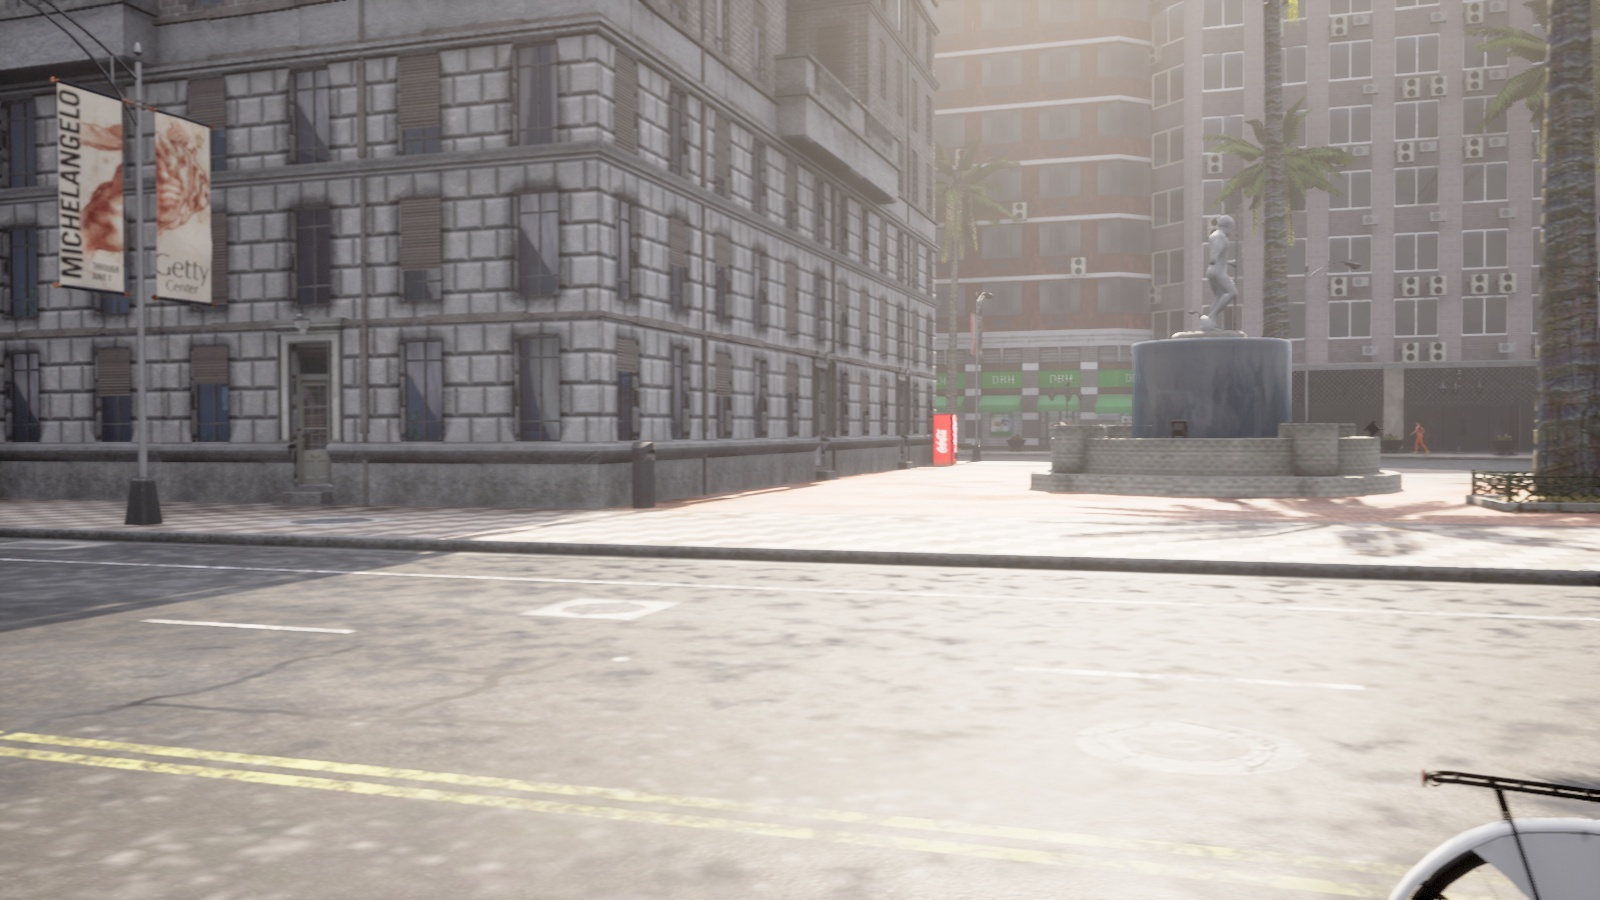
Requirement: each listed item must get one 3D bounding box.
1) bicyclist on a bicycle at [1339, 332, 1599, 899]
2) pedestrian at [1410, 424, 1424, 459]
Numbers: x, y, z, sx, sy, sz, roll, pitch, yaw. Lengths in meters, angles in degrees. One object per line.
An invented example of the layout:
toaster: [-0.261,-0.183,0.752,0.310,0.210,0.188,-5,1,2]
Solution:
bicyclist on a bicycle: [2.104,0.665,2.499,1.843,1.776,0.659,0,1,19]
pedestrian: [32.553,-0.458,66.260,0.594,1.836,0.345,1,1,43]
